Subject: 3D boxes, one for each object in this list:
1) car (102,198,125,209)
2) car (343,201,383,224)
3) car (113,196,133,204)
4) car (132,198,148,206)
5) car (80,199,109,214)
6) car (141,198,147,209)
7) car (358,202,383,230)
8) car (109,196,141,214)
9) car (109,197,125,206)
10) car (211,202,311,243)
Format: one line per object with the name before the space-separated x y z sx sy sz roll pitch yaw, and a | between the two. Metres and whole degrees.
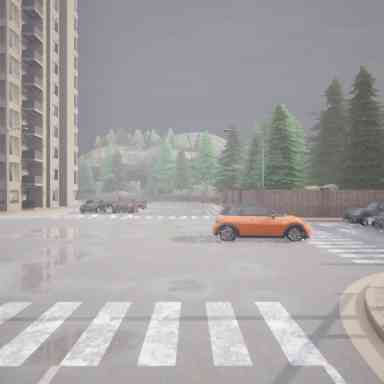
car | -10.709 1.552 45.728 2.033 1.411 5.357 0 0 -3
car | 12.967 1.410 23.070 4.553 1.767 2.097 0 0 0
car | -13.288 1.511 64.198 1.837 1.490 4.892 0 0 -37
car | -8.672 1.606 54.927 1.895 1.301 4.718 0 0 -17
car | -10.576 1.508 35.990 1.837 1.490 4.892 0 0 0
car | -7.221 1.552 45.085 2.033 1.411 5.357 0 0 -2
car | 12.924 1.549 19.571 4.902 1.511 2.128 0 0 0
car | -7.081 1.355 35.611 2.097 1.767 4.553 0 0 0
car | -12.664 1.553 55.954 2.033 1.411 5.357 0 0 -21
car | 3.214 1.386 15.888 4.553 1.767 2.097 0 0 0
